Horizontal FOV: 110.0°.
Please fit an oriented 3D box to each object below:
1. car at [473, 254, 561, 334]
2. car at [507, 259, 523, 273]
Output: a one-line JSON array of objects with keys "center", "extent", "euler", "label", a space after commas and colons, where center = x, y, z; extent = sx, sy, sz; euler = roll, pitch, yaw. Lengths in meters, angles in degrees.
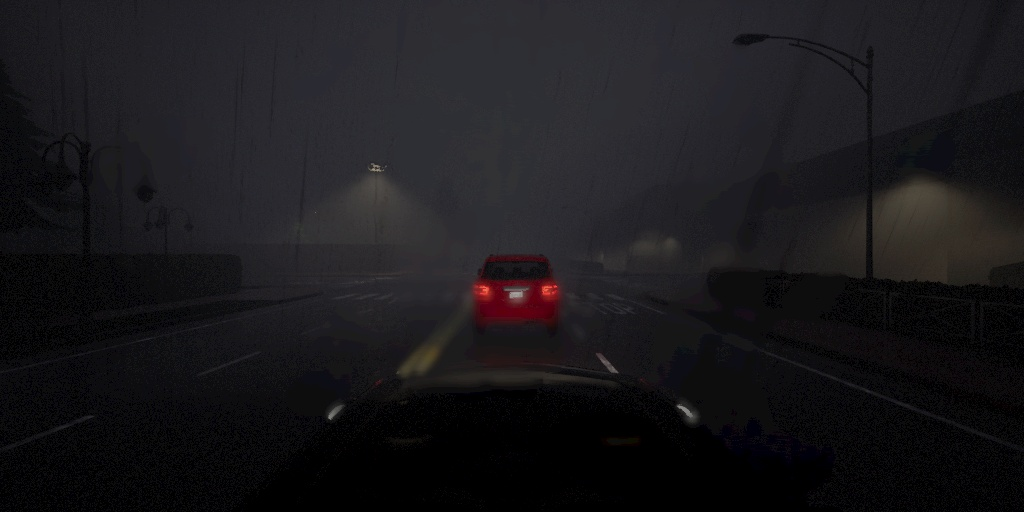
[{"center": [0.120, 0.971, 10.727], "extent": [2.150, 2.045, 5.566], "euler": [0, 0, 0], "label": "car"}, {"center": [0.350, 1.227, 45.580], "extent": [1.882, 1.535, 5.008], "euler": [0, 0, 1], "label": "car"}]
